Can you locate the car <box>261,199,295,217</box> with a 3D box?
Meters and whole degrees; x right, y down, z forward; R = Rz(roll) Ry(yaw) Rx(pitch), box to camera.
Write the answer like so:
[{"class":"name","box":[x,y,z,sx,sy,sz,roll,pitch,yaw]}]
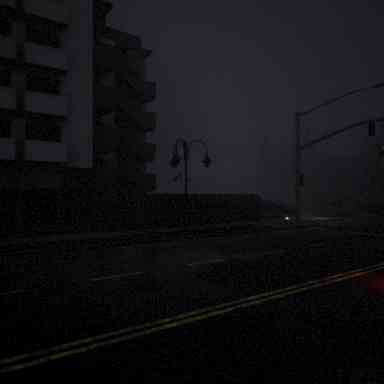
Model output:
[{"class":"car","box":[7.818,1.478,32.198,1.882,1.535,5.008,0,0,-38]}]
